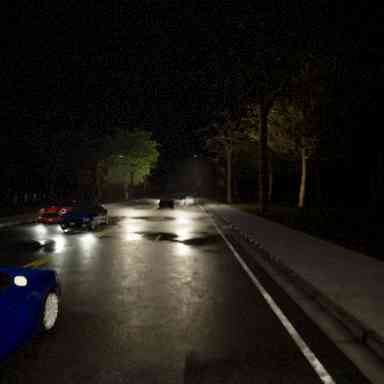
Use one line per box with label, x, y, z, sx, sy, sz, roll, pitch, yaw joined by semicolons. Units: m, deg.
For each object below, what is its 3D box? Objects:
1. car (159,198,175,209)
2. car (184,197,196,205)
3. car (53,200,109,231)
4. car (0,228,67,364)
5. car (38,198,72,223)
car;-3.385;1.505;45.106;1.882;1.535;5.008;0;0;-1
car;-0.370;1.567;57.927;1.812;1.442;4.674;0;0;-1
car;-6.661;1.484;20.977;1.882;1.535;5.008;0;0;0
car;-3.157;1.478;3.661;1.882;1.535;5.008;0;0;0
car;-9.932;1.361;25.556;2.097;1.767;4.553;0;0;0
